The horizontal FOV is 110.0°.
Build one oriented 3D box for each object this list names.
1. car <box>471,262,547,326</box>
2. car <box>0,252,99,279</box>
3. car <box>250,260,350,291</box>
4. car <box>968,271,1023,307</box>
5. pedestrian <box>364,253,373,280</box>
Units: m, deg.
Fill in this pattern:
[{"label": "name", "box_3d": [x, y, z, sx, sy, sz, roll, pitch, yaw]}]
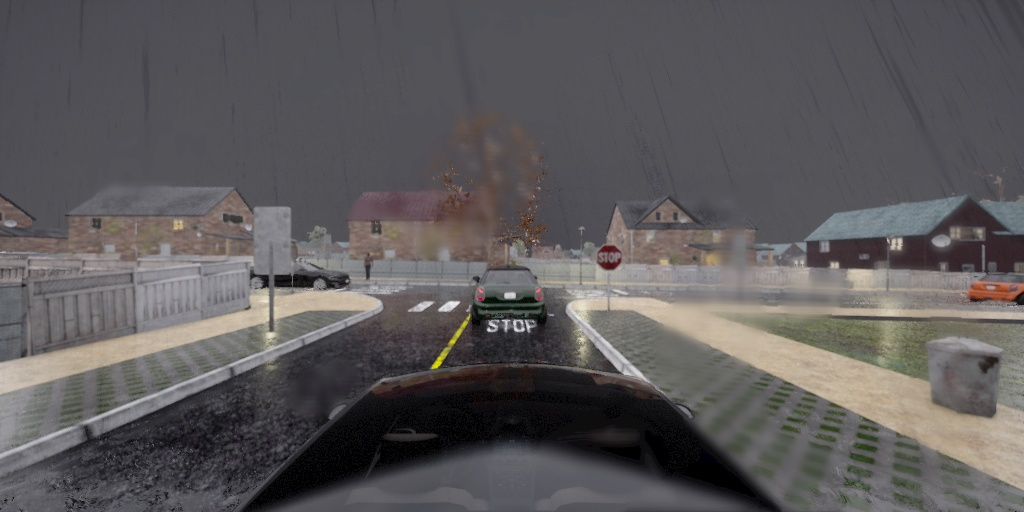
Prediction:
[{"label": "car", "box_3d": [-0.198, 1.057, 11.663, 2.097, 1.767, 4.553, 0, 1, -4]}, {"label": "car", "box_3d": [-23.914, 0.599, 18.122, 4.553, 1.767, 2.097, 1, 0, 0]}, {"label": "car", "box_3d": [-10.856, 0.963, 18.178, 5.008, 1.535, 1.882, 1, 0, 0]}, {"label": "car", "box_3d": [26.625, 1.688, 18.356, 4.553, 1.767, 2.097, 1, 0, 0]}, {"label": "pedestrian", "box_3d": [-9.661, 0.665, 24.045, 0.375, 1.860, 0.375, 0, -1, 0]}]
